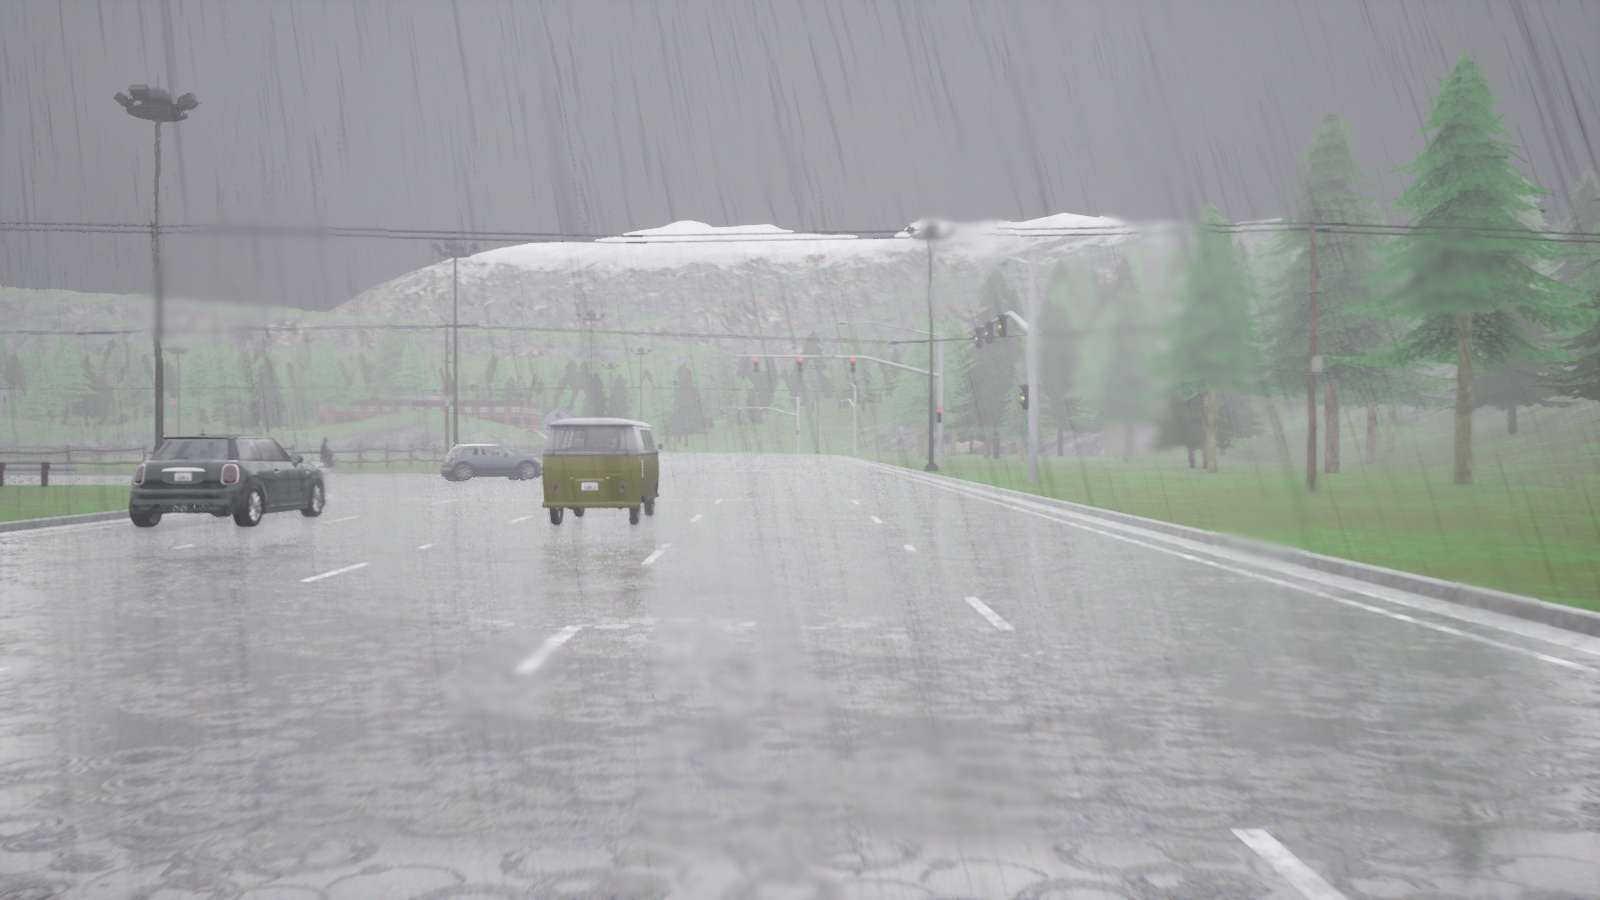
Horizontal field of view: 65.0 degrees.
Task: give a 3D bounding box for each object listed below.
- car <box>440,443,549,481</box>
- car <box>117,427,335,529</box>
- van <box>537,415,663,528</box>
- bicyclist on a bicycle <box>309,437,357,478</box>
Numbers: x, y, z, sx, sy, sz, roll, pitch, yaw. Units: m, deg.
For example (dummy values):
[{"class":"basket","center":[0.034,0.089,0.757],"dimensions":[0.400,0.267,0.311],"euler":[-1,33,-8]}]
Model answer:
[{"class":"car","center":[-12.202,0.443,50.167],"dimensions":[3.806,1.475,1.970],"euler":[0,0,-30]},{"class":"car","center":[-10.739,0.473,23.923],"dimensions":[2.097,1.767,4.553],"euler":[0,0,-1]},{"class":"van","center":[-3.741,0.371,24.240],"dimensions":[1.775,1.987,4.442],"euler":[0,0,-1]},{"class":"bicyclist on a bicycle","center":[-20.214,0.321,54.410],"dimensions":[1.843,1.776,0.659],"euler":[0,-1,-11]}]
